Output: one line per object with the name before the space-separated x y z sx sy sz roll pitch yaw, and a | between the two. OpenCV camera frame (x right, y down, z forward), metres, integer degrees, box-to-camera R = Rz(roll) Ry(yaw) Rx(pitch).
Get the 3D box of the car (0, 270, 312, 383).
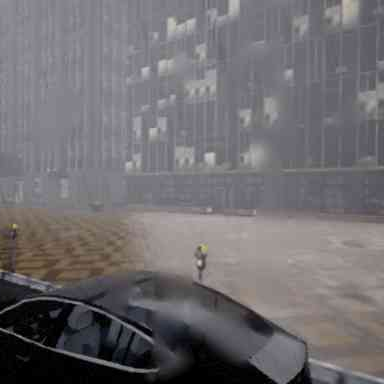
car | -0.960 1.557 3.549 4.313 1.339 1.947 0 1 35
